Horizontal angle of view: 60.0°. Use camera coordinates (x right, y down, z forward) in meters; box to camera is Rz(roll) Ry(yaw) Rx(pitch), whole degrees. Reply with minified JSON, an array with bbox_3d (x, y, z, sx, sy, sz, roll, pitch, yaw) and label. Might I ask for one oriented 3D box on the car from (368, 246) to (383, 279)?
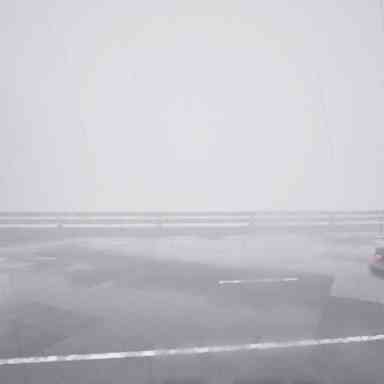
[{"bbox_3d":[6.975,1.609,7.852,5.357,1.411,2.033,0,0,-12],"label":"car"}]
